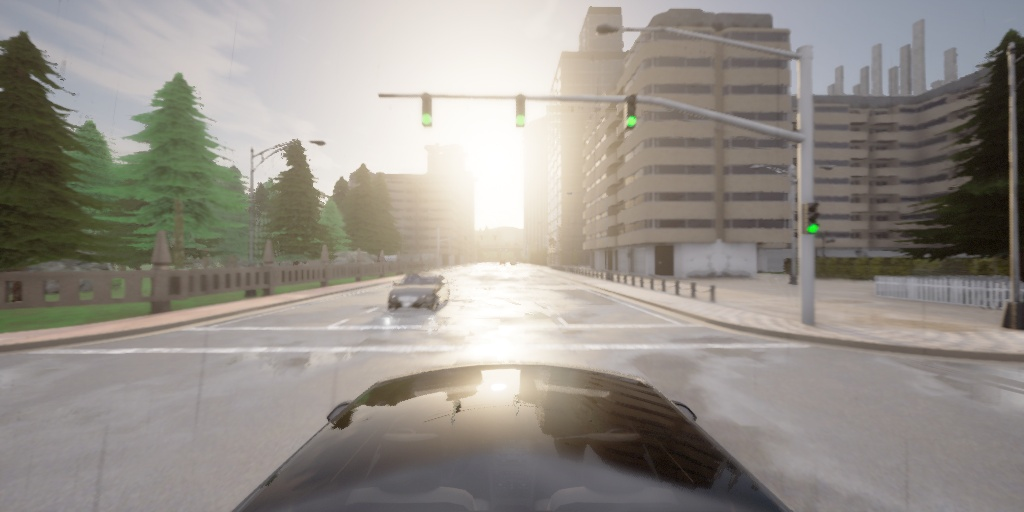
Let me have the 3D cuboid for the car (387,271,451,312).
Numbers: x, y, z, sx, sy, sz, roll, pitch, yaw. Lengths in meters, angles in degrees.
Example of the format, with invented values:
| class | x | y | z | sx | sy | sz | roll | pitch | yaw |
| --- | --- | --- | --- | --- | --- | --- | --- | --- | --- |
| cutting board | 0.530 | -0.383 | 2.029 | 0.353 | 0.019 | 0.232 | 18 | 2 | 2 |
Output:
| class | x | y | z | sx | sy | sz | roll | pitch | yaw |
| --- | --- | --- | --- | --- | --- | --- | --- | --- | --- |
| car | -3.758 | 1.430 | 15.108 | 2.128 | 1.511 | 4.902 | 0 | 0 | -2 |
